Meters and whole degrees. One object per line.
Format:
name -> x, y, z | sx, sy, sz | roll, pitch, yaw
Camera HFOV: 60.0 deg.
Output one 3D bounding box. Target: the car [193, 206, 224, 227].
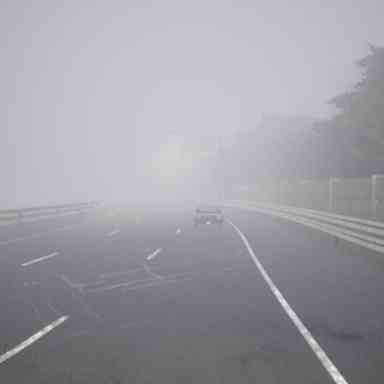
car -> 1.055, 1.635, 22.796 | 1.895, 1.301, 4.718 | 0, 0, 0
